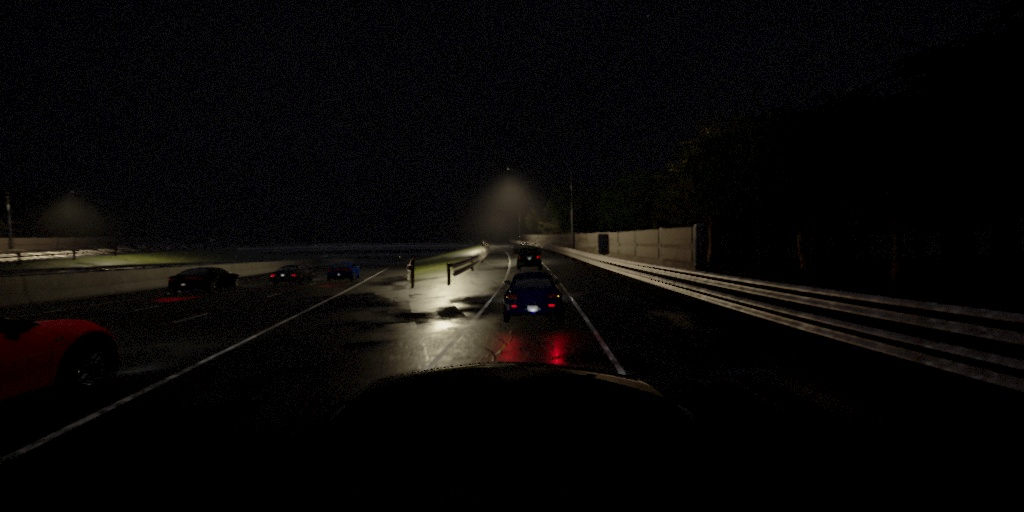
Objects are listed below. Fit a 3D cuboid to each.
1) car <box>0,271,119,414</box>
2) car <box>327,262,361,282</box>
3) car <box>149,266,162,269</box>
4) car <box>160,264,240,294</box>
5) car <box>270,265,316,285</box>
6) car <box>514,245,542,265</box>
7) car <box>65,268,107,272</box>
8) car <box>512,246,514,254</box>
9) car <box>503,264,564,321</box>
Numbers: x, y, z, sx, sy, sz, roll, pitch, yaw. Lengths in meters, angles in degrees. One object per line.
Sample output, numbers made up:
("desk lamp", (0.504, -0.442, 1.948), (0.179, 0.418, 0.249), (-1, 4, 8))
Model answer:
("car", (-7.017, 1.208, 3.818), (2.097, 1.767, 4.553), (-1, 0, -15))
("car", (-13.837, 1.237, 29.716), (1.882, 1.535, 5.008), (-1, 1, -15))
("car", (-33.133, 1.636, 33.836), (1.994, 1.385, 4.181), (-1, 1, -15))
("car", (-19.050, 1.433, 22.469), (1.882, 1.535, 5.008), (-1, 1, -15))
("car", (-16.824, 1.392, 27.730), (2.033, 1.411, 5.357), (-1, 1, -15))
("car", (1.516, 0.166, 32.394), (2.150, 2.045, 5.566), (-1, 3, 2))
("car", (-35.692, 1.725, 29.825), (2.033, 1.411, 5.357), (-1, 1, -15))
("car", (1.024, -1.116, 58.675), (1.882, 1.535, 5.008), (-1, 4, -3))
("car", (0.703, 1.232, 12.214), (1.812, 1.442, 4.674), (-1, 1, 3))
